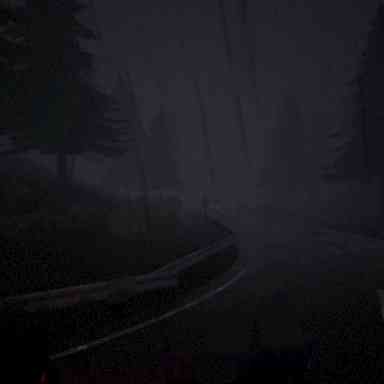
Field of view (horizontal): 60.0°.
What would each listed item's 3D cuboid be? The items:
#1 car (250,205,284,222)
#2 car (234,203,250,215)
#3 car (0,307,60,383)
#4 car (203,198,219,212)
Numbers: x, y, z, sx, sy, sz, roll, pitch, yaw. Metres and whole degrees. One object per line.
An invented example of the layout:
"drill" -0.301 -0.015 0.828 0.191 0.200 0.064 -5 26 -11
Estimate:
"car" 7.134 1.969 31.000 1.837 1.490 4.892 0 -1 -2
"car" 6.704 2.125 43.578 1.882 1.535 5.008 0 -1 -2
"car" -3.295 1.495 1.553 5.008 1.535 1.882 1 0 -36
"car" 2.875 1.976 51.321 2.150 2.045 5.566 0 -1 -1
